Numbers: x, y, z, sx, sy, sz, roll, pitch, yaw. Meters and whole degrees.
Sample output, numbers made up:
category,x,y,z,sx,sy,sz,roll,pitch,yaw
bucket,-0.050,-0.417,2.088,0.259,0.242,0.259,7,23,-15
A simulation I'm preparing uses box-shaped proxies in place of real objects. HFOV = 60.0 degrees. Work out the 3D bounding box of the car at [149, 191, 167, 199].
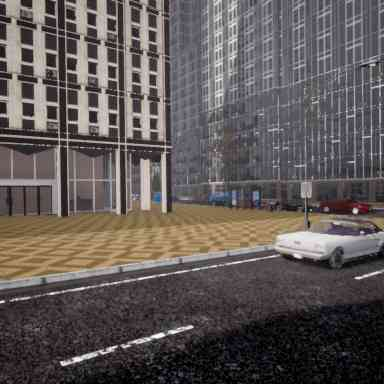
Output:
category,x,y,z,sx,sy,sz,roll,pitch,yaw
car,-7.935,0.615,77.493,2.192,1.841,5.009,0,1,-34

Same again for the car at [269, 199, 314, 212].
category,x,y,z,sx,sy,sz,roll,pitch,yaw
car,10.728,1.424,35.171,1.947,1.339,4.313,0,1,-34

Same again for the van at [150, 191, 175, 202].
category,x,y,z,sx,sy,sz,roll,pitch,yaw
van,-5.218,0.937,58.691,1.690,1.788,3.998,0,1,-34

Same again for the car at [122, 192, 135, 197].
category,x,y,z,sx,sy,sz,roll,pitch,yaw
car,-17.567,0.688,91.565,2.008,1.369,4.403,0,1,-34

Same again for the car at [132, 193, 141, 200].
category,x,y,z,sx,sy,sz,roll,pitch,yaw
car,-11.639,1.039,68.073,2.008,1.369,4.403,0,1,-34

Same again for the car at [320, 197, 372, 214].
category,x,y,z,sx,sy,sz,roll,pitch,yaw
car,15.306,1.330,33.270,1.882,1.535,5.008,-1,1,-34

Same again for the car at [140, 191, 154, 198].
category,x,y,z,sx,sy,sz,roll,pitch,yaw
car,-11.146,0.686,82.184,1.967,1.590,4.097,0,1,-34

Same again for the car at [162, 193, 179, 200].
category,x,y,z,sx,sy,sz,roll,pitch,yaw
car,-4.724,0.936,72.806,1.802,1.307,4.206,0,1,-34

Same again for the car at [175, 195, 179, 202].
category,x,y,z,sx,sy,sz,roll,pitch,yaw
car,-4.242,1.097,61.996,1.994,1.385,4.181,-1,1,-34

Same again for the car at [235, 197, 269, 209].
category,x,y,z,sx,sy,sz,roll,pitch,yaw
car,7.531,1.388,39.873,1.802,1.307,4.206,0,1,-34

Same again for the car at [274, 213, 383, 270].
category,x,y,z,sx,sy,sz,roll,pitch,yaw
car,4.946,1.596,11.192,4.718,1.301,1.895,0,0,-35

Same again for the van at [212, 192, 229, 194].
category,x,y,z,sx,sy,sz,roll,pitch,yaw
van,4.907,0.855,58.733,1.690,1.788,3.998,0,1,-34

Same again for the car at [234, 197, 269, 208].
category,x,y,z,sx,sy,sz,roll,pitch,yaw
car,7.824,1.332,44.218,1.895,1.301,4.718,-1,1,-34

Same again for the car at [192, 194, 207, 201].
category,x,y,z,sx,sy,sz,roll,pitch,yaw
car,1.698,1.043,63.426,1.802,1.307,4.206,0,1,-34

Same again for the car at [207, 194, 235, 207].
category,x,y,z,sx,sy,sz,roll,pitch,yaw
car,4.369,1.319,44.595,1.947,1.339,4.313,0,1,-34
